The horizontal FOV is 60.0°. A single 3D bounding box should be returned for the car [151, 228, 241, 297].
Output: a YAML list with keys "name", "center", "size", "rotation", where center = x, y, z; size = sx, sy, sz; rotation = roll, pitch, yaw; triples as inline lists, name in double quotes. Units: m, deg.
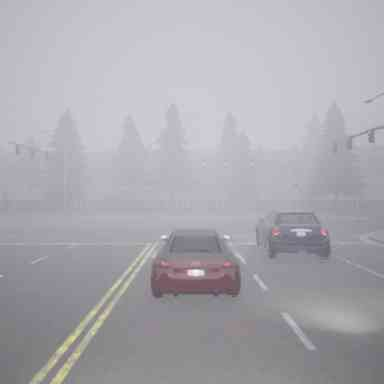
- name: "car"
  center: [0.086, 1.635, 8.796]
  size: [1.994, 1.385, 4.181]
  rotation: [0, 0, 0]

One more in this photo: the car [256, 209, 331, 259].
- name: "car"
  center: [3.826, 1.457, 13.320]
  size: [2.097, 1.767, 4.553]
  rotation: [0, -1, 4]
